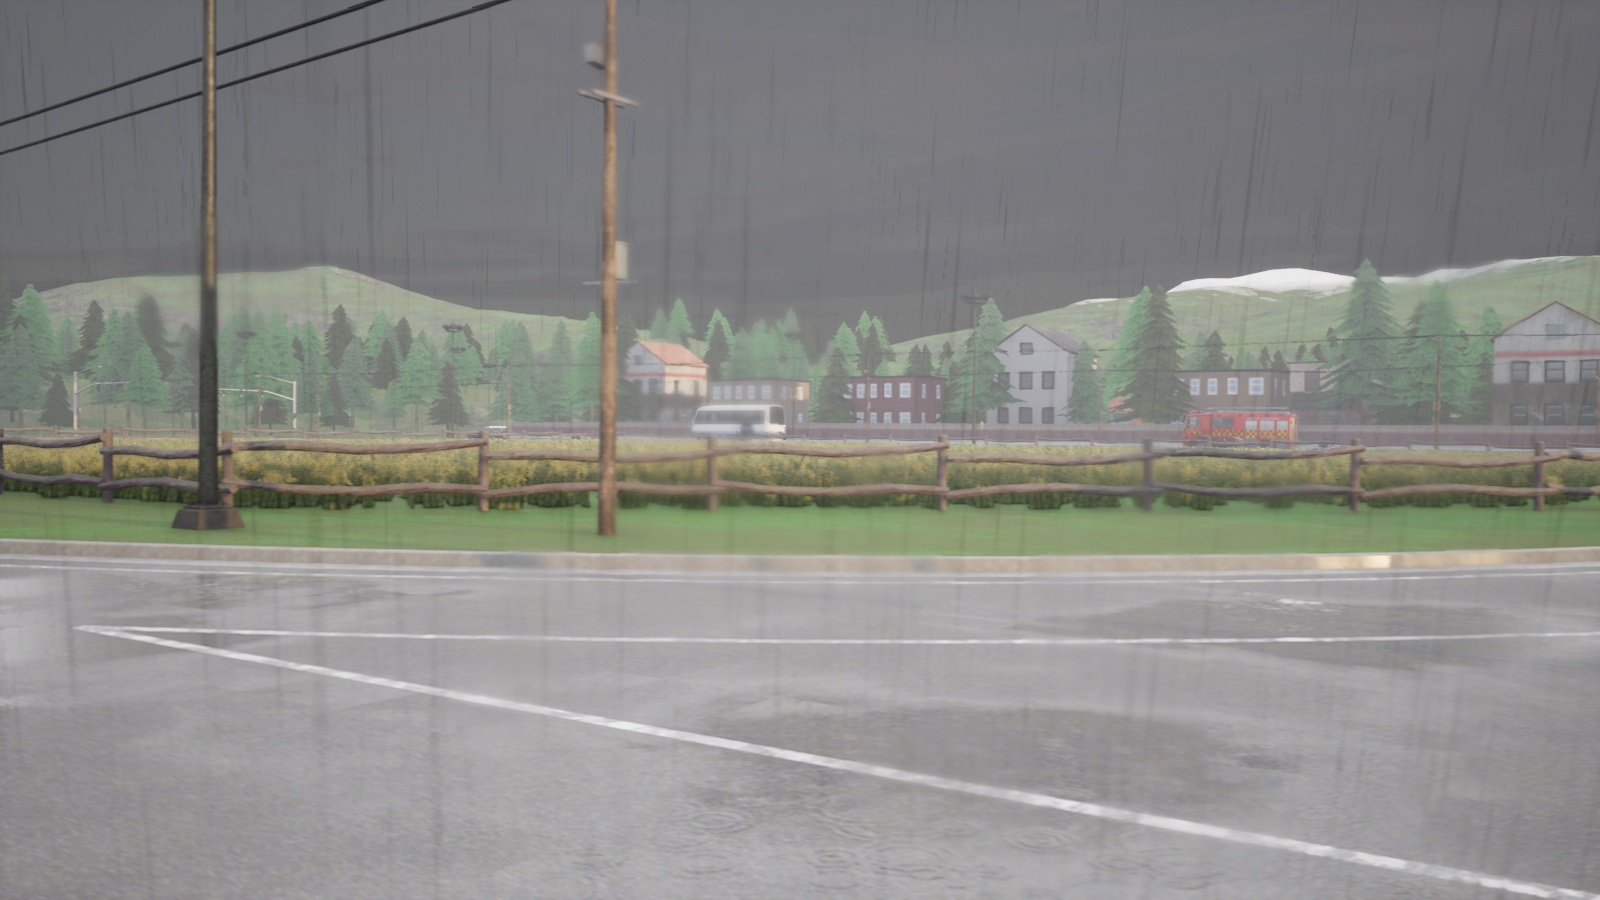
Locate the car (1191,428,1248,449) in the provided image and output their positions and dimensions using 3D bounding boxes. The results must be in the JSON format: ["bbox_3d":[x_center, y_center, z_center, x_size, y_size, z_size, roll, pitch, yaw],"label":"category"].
[{"bbox_3d":[31.501,-0.862,94.304,3.705,1.549,1.789,0,1,34],"label":"car"}]
